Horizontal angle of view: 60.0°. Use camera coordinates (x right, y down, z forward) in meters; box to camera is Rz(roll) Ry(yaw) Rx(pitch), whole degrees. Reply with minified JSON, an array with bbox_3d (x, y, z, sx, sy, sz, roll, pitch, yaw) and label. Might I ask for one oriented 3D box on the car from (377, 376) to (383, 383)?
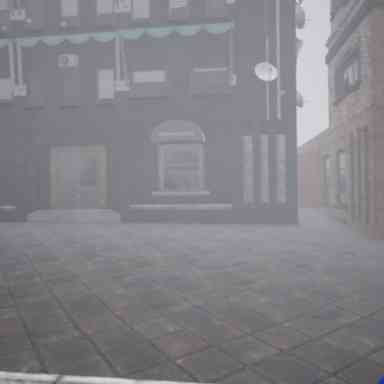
[{"bbox_3d":[3.547,1.460,1.528,5.008,1.535,1.882,0,0,6],"label":"car"}]
